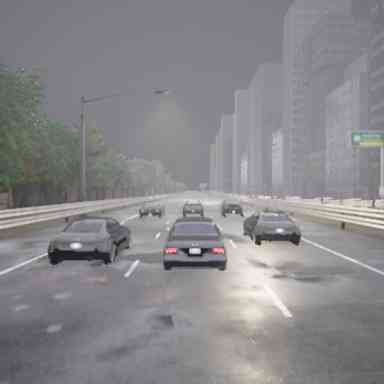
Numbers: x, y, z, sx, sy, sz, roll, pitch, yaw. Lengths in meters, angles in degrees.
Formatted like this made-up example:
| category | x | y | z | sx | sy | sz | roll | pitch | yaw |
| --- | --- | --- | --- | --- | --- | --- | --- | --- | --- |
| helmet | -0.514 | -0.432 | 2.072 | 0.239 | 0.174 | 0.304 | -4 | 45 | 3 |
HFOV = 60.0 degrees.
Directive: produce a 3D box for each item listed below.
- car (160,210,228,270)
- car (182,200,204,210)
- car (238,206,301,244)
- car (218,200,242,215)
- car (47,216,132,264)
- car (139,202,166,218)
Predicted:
| category | x | y | z | sx | sy | sz | roll | pitch | yaw |
| --- | --- | --- | --- | --- | --- | --- | --- | --- | --- |
| car | 0.085 | 1.535 | 10.923 | 2.033 | 1.411 | 5.357 | 0 | 0 | 0 |
| car | 0.096 | 1.461 | 30.834 | 2.128 | 1.511 | 4.902 | 0 | 0 | 0 |
| car | 3.592 | 1.548 | 15.598 | 1.994 | 1.385 | 4.181 | 0 | 0 | 0 |
| car | 3.595 | 1.475 | 30.990 | 1.837 | 1.490 | 4.892 | 0 | 0 | 0 |
| car | -3.416 | 1.551 | 11.828 | 1.994 | 1.385 | 4.181 | 0 | 0 | 0 |
| car | -3.407 | 1.572 | 29.356 | 1.895 | 1.301 | 4.718 | 0 | 0 | 0 |
